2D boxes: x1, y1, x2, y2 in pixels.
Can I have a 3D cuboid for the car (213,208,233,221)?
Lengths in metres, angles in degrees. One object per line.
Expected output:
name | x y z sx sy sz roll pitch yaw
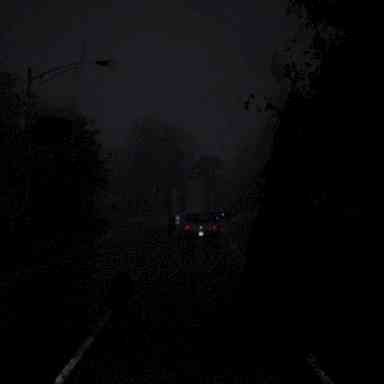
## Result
car | 2.950 2.282 34.065 1.895 1.301 4.718 -1 -2 15

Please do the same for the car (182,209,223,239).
car | 0.575 1.808 18.519 1.895 1.301 4.718 0 -1 4
